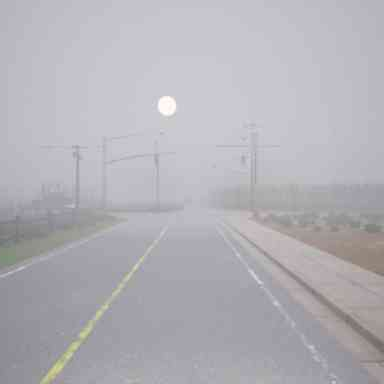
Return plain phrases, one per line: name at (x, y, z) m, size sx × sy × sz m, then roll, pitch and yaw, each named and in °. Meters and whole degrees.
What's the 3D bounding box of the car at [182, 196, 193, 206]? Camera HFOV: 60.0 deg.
car at (-0.992, 1.928, 70.989) m, size 2.150 × 2.045 × 5.566 m, roll 0°, pitch -1°, yaw -3°
